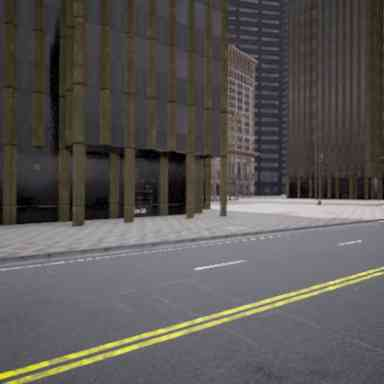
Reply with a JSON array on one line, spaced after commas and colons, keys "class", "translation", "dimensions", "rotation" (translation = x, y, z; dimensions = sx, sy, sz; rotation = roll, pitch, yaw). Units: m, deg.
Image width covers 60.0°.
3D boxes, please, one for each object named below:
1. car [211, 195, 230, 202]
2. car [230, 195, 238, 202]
[{"class": "car", "translation": [5.024, 1.381, 68.010], "dimensions": [1.994, 1.385, 4.181], "rotation": [1, 0, -43]}, {"class": "car", "translation": [7.450, 1.325, 70.179], "dimensions": [1.882, 1.535, 5.008], "rotation": [1, 0, -43]}]
